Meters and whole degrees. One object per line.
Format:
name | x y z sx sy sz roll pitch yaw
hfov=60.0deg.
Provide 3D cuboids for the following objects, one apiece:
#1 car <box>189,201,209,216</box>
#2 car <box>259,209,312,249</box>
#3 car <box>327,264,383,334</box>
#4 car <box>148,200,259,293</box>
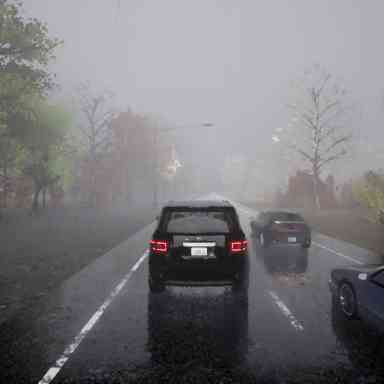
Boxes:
car | 0.724 1.606 33.065 1.895 1.301 4.718 0 0 2
car | 3.738 1.507 14.657 1.837 1.490 4.892 0 0 1
car | 3.625 1.548 4.239 2.033 1.411 5.357 0 0 0
car | 0.160 1.223 8.991 2.150 2.045 5.566 0 0 1
